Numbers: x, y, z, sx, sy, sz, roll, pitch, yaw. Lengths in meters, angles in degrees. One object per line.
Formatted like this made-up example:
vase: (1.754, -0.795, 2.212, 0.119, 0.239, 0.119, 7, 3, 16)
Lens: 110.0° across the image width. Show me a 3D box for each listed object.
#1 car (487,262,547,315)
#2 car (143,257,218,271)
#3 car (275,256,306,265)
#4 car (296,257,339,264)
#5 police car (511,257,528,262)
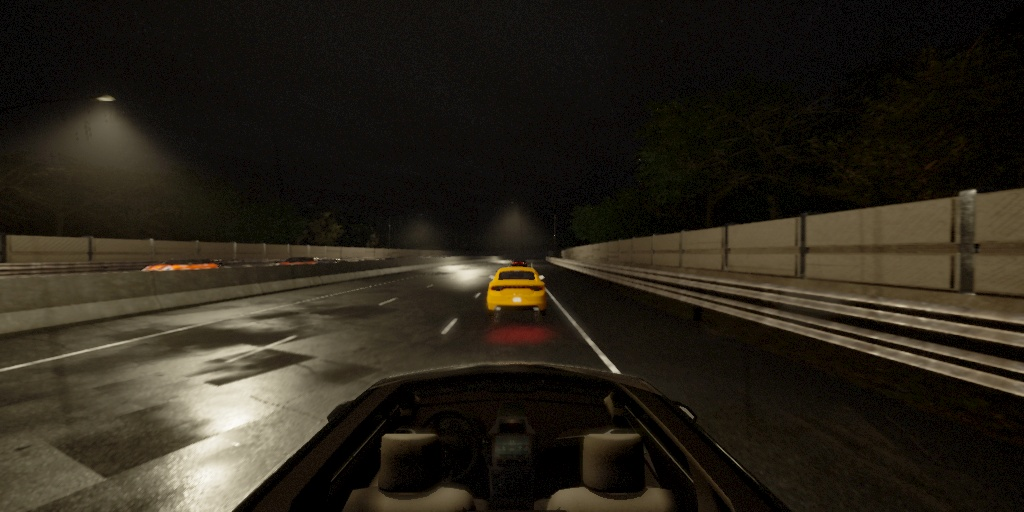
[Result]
car: (0.179, 1.139, 13.166, 1.882, 1.535, 5.008, 0, 0, 1)
car: (-24.287, 0.892, 26.435, 2.097, 1.767, 4.553, 1, 0, 1)
car: (-20.591, 0.850, 34.285, 2.097, 1.767, 4.553, 0, 1, 2)
car: (-17.134, 1.058, 33.292, 2.033, 1.411, 5.357, 0, 0, 2)
police car: (0.922, 0.977, 44.158, 2.038, 1.542, 4.974, 0, 0, 2)
